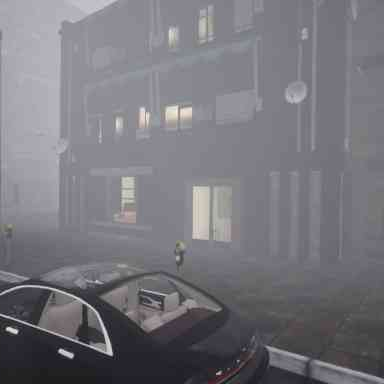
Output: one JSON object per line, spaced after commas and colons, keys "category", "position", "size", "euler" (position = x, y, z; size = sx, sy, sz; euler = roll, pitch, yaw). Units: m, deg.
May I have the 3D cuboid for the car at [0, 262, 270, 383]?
{"category": "car", "position": [-1.306, 1.550, 3.943], "size": [4.403, 1.369, 2.008], "euler": [0, 1, 35]}

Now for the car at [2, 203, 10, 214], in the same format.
{"category": "car", "position": [-21.549, 1.623, 34.887], "size": [2.008, 1.369, 4.403], "euler": [1, 0, 36]}
